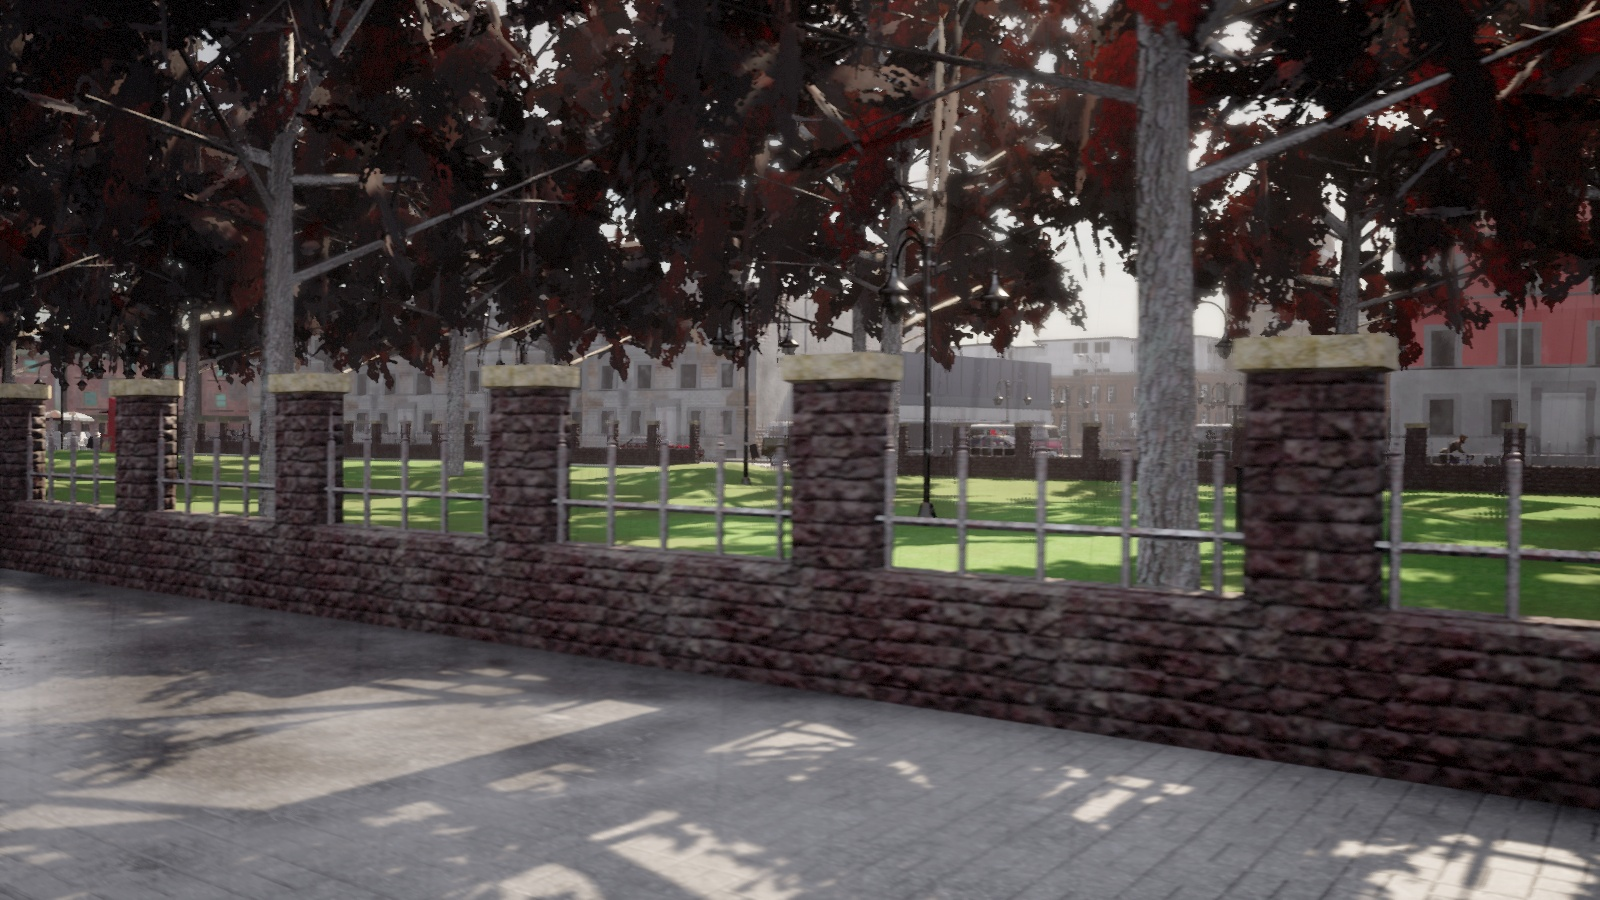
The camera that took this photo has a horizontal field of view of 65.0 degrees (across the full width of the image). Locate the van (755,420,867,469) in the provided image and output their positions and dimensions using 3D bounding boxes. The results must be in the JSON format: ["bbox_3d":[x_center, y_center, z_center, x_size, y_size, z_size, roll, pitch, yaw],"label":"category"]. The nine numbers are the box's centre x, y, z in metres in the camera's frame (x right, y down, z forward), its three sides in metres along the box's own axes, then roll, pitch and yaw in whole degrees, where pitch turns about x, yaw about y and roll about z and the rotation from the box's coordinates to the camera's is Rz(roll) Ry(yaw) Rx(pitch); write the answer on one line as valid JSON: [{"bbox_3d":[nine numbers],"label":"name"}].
[{"bbox_3d":[0.459,-0.240,54.517,4.480,2.038,2.069,0,1,35],"label":"van"}]

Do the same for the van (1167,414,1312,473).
[{"bbox_3d":[15.359,-0.230,43.974,4.442,1.987,1.775,0,1,35],"label":"van"}]

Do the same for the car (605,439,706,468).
[{"bbox_3d":[-6.888,0.147,59.720,4.718,1.301,1.895,0,1,35],"label":"car"}]

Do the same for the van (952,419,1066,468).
[{"bbox_3d":[8.887,-0.284,53.452,4.442,1.987,1.775,0,1,35],"label":"van"}]

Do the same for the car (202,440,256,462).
[{"bbox_3d":[-40.049,0.042,88.007,3.633,1.501,1.845,0,1,35],"label":"car"}]

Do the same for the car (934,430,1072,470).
[{"bbox_3d":[7.915,-0.017,49.246,4.902,1.511,2.128,0,1,35],"label":"car"}]
